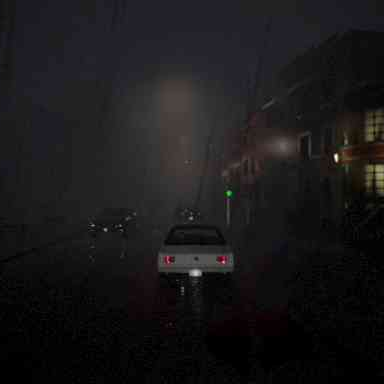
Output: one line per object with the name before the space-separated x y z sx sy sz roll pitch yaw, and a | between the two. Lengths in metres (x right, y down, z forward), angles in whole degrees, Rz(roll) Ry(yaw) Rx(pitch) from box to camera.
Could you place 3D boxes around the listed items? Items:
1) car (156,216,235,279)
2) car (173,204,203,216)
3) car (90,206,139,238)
car | 0.086 1.623 10.056 1.895 1.301 4.718 0 0 0
car | -0.406 1.659 26.887 1.895 1.301 4.718 0 0 -9
car | -4.075 1.545 18.110 1.837 1.490 4.892 0 0 0
